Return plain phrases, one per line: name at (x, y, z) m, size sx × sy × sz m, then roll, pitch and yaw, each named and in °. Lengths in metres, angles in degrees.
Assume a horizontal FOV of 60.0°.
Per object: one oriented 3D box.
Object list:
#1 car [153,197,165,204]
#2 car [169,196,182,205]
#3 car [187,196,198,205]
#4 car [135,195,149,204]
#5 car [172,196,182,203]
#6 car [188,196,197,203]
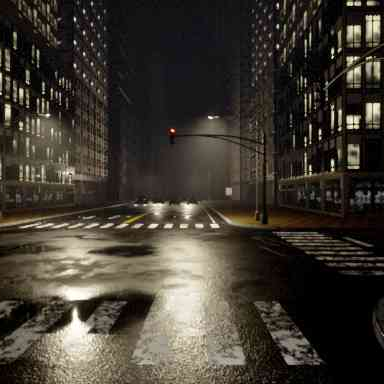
car at (-6.410, 1.680, 64.356) m, size 1.994 × 1.385 × 4.181 m, roll 0°, pitch 0°, yaw 0°
car at (-3.166, 1.646, 59.766) m, size 2.033 × 1.411 × 5.357 m, roll 0°, pitch 0°, yaw 0°
car at (0.085, 1.648, 60.179) m, size 2.033 × 1.411 × 5.357 m, roll 0°, pitch 0°, yaw 0°
car at (-9.660, 1.468, 64.391) m, size 2.097 × 1.767 × 4.553 m, roll 0°, pitch 0°, yaw 0°
car at (-3.151, 1.522, 70.185) m, size 1.994 × 1.385 × 4.181 m, roll 0°, pitch 0°, yaw 0°
car at (0.100, 1.583, 70.627) m, size 1.895 × 1.301 × 4.718 m, roll 0°, pitch 0°, yaw 0°
